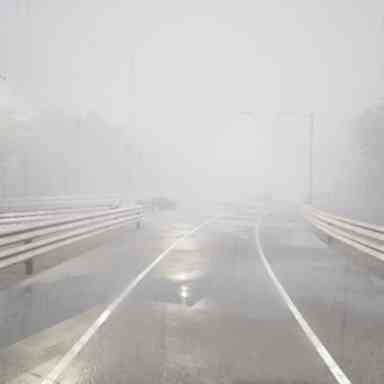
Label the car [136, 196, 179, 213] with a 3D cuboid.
[{"bbox_3d":[-3.229,1.129,32.041,1.882,1.535,5.008,1,2,34],"label":"car"}]

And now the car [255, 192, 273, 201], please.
[{"bbox_3d":[11.829,0.668,54.620,1.812,1.442,4.674,1,2,34],"label":"car"}]

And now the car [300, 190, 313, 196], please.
[{"bbox_3d":[26.290,0.252,76.270,1.895,1.301,4.718,1,1,34],"label":"car"}]
